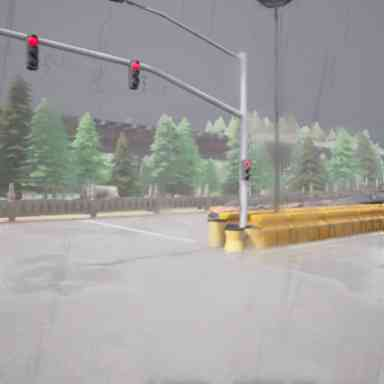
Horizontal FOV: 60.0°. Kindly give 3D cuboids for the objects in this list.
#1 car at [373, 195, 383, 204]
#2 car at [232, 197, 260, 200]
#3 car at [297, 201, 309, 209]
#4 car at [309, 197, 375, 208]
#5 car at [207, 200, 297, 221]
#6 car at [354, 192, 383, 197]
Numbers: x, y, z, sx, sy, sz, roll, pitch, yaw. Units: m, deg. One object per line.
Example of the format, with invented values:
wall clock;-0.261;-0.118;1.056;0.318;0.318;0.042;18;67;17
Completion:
car;18.907;1.296;30.297;5.008;1.535;1.882;-1;1;-36
car;3.253;1.274;23.470;4.553;1.767;2.097;0;0;-35
car;10.242;1.444;28.371;4.181;1.385;1.994;0;0;-36
car;11.236;1.364;24.803;5.008;1.535;1.882;0;0;-35
car;3.512;1.424;19.342;4.902;1.511;2.128;0;0;-36
car;17.748;1.020;33.776;5.566;2.045;2.150;-1;1;-36
